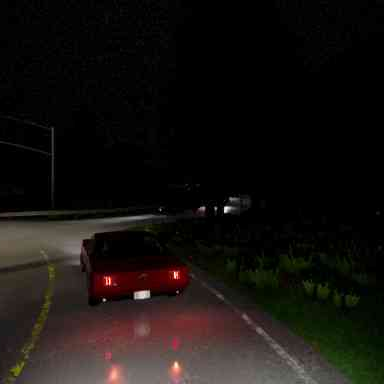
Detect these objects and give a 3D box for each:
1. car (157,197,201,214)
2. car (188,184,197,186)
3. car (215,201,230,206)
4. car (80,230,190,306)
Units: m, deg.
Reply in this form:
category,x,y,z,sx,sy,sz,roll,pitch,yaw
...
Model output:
category,x,y,z,sx,sy,sz,roll,pitch,yaw
car,-1.232,1.256,31.942,2.128,1.511,4.902,0,2,42
car,0.013,-1.820,70.135,2.128,1.511,4.902,0,5,-1
car,3.416,0.737,39.993,1.837,1.490,4.892,0,4,13
car,-1.695,1.601,8.189,1.895,1.301,4.718,0,0,-21
